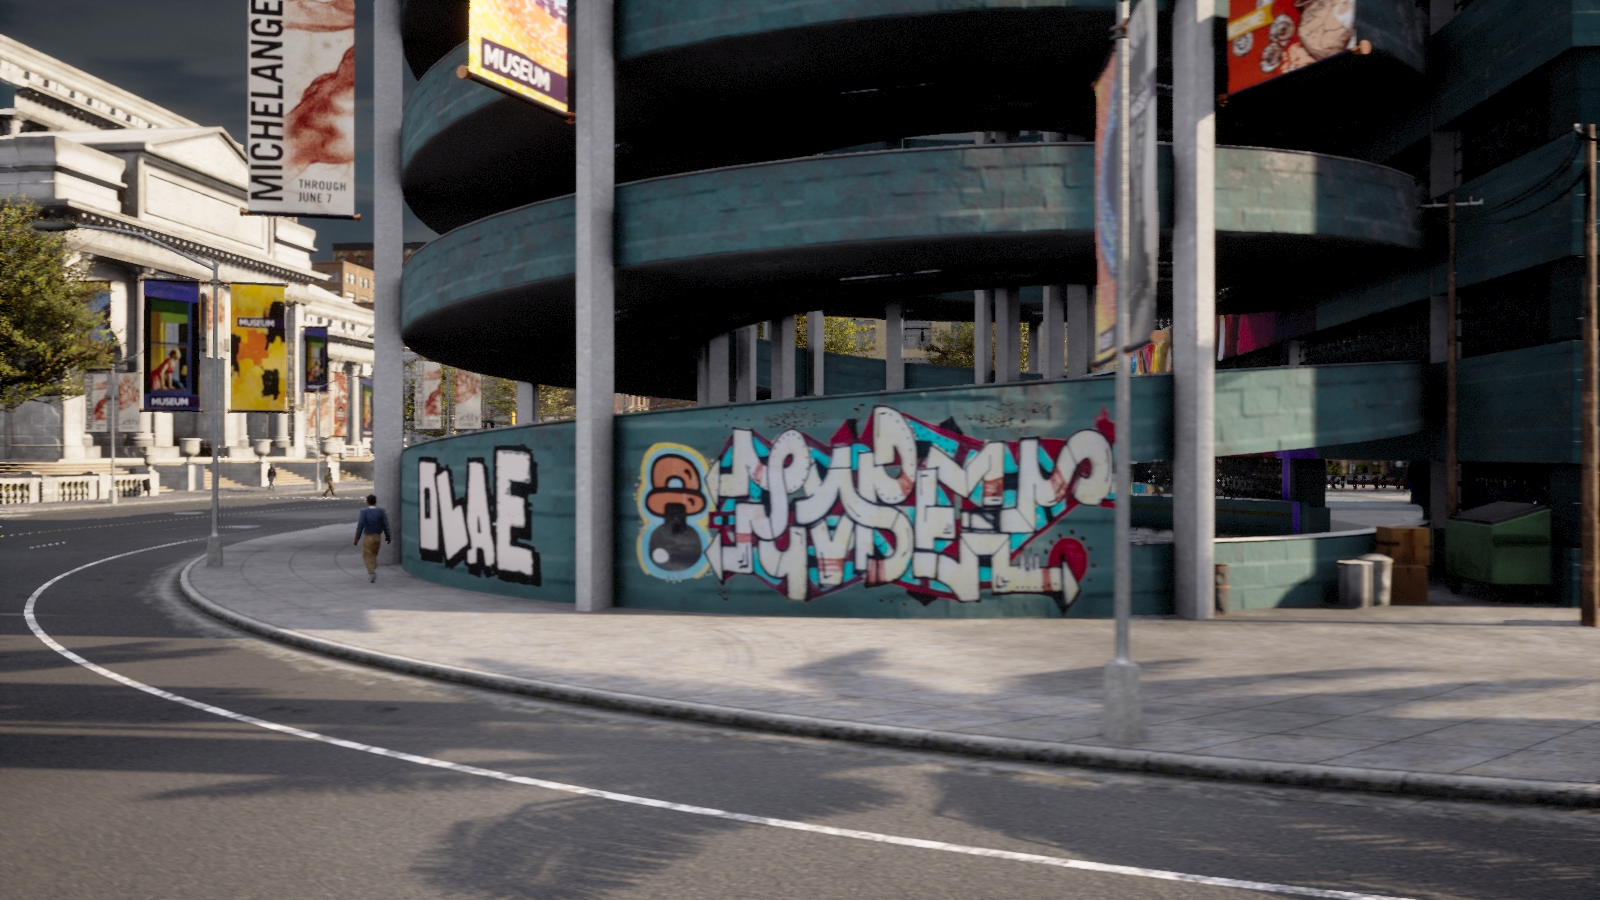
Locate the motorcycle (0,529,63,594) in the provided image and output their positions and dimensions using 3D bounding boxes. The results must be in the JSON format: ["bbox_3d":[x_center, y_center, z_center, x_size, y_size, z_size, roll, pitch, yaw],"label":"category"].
[{"bbox_3d":[-15.617,2.221,23.047,2.033,1.145,0.803,0,-2,45],"label":"motorcycle"}]

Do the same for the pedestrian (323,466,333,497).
[{"bbox_3d":[-28.002,1.874,67.794,0.375,1.860,0.375,0,0,17],"label":"pedestrian"}]

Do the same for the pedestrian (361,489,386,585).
[{"bbox_3d":[-8.423,1.705,22.567,0.375,1.860,0.375,0,0,-34],"label":"pedestrian"}]
